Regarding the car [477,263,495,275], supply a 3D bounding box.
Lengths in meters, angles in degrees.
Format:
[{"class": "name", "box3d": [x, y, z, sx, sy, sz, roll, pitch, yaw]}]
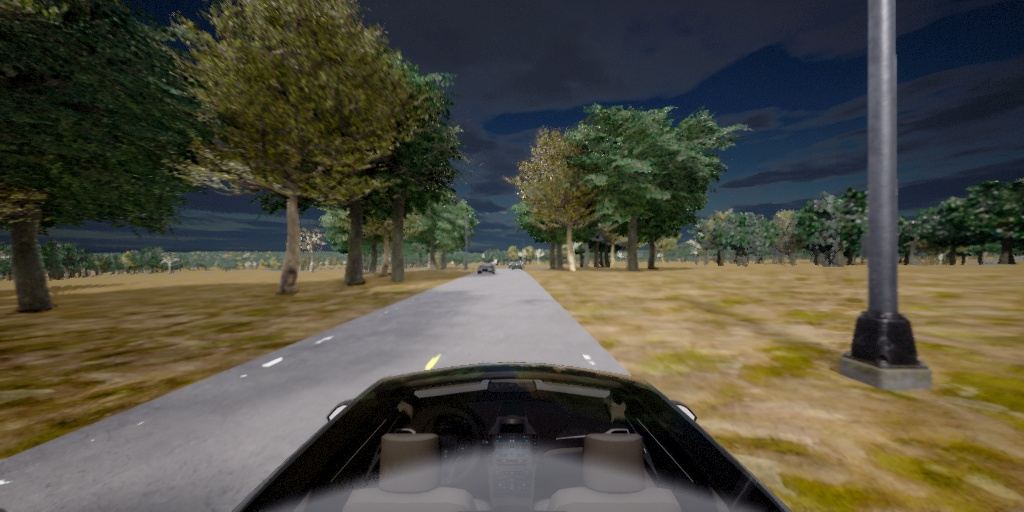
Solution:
[{"class": "car", "box3d": [-3.064, 1.520, 43.057, 1.994, 1.385, 4.181, 0, -1, 1]}]
